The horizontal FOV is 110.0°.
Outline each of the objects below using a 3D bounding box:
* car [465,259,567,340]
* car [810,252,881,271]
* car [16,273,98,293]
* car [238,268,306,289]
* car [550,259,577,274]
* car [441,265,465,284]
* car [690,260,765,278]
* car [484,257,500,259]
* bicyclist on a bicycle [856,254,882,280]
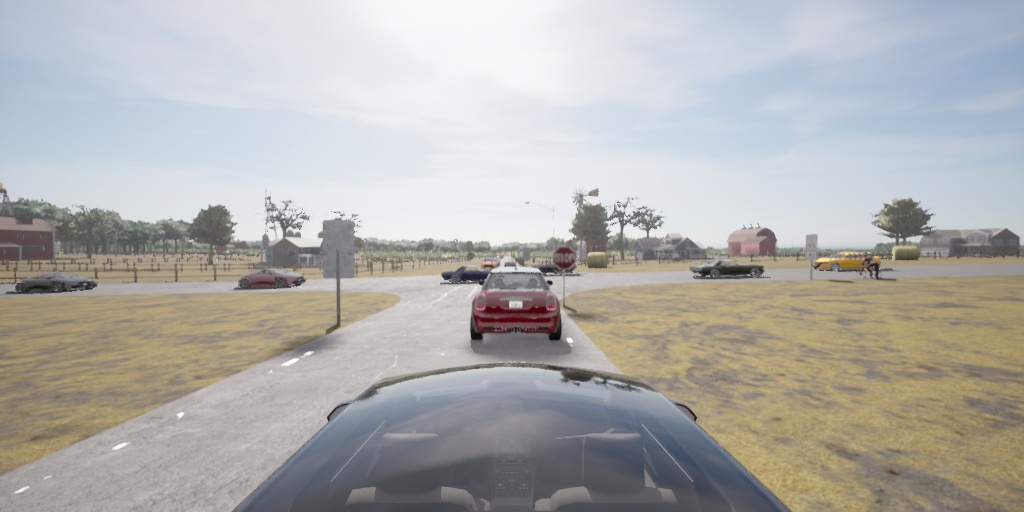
[{"bbox_3d":[0.109,1.085,10.029,2.097,1.767,4.553,0,0,1],"label":"car"},{"bbox_3d":[28.313,0.455,30.536,5.008,1.535,1.882,-1,1,0],"label":"car"},{"bbox_3d":[-33.658,1.940,26.592,4.181,1.385,1.994,-1,1,0],"label":"car"},{"bbox_3d":[-17.762,1.628,26.655,4.181,1.385,1.994,-1,1,0],"label":"car"},{"bbox_3d":[3.731,1.034,33.838,4.902,1.511,2.128,-4,0,41],"label":"car"},{"bbox_3d":[-2.752,1.328,26.748,4.718,1.301,1.895,-1,0,0],"label":"car"},{"bbox_3d":[16.135,0.936,26.914,4.718,1.301,1.895,-1,1,1],"label":"car"},{"bbox_3d":[-3.122,1.033,48.843,2.097,1.767,4.553,0,0,-1],"label":"car"},{"bbox_3d":[22.791,0.709,22.922,0.582,1.620,1.656,-1,0,0],"label":"bicyclist on a bicycle"}]
